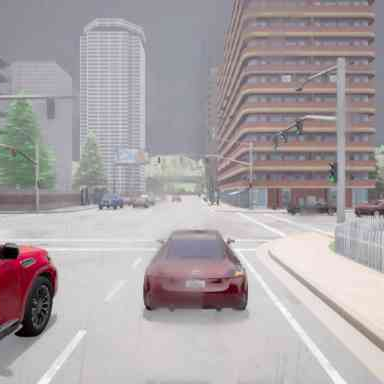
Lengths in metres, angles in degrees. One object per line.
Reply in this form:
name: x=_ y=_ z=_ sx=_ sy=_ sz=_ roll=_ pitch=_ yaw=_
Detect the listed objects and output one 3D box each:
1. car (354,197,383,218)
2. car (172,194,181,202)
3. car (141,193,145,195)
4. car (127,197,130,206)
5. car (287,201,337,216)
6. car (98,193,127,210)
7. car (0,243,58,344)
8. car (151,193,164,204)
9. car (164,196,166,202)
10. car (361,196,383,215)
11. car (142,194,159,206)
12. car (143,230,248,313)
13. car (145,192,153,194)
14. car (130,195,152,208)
car: x=16.552 y=1.422 z=29.075 sx=5.008 sy=1.535 sz=1.882 roll=0 pitch=0 yaw=-20
car: x=-3.570 y=1.355 z=77.687 sx=2.097 sy=1.767 sz=4.553 roll=0 pitch=0 yaw=0
car: x=-10.602 y=1.505 z=64.235 sx=1.837 sy=1.490 sz=4.892 roll=0 pitch=0 yaw=0
car: x=-10.638 y=1.526 z=53.803 sx=1.812 sy=1.442 sz=4.674 roll=0 pitch=0 yaw=0
car: x=11.395 y=1.545 z=31.343 sx=4.718 sy=1.301 sz=1.895 roll=0 pitch=0 yaw=-12
car: x=-10.615 y=1.221 z=44.048 sx=2.150 sy=2.045 sz=5.566 roll=0 pitch=0 yaw=2
car: x=-3.434 y=1.221 z=3.496 sx=2.150 sy=2.045 sz=5.566 roll=0 pitch=0 yaw=0
car: x=-7.093 y=1.526 z=66.025 sx=1.812 sy=1.442 sz=4.674 roll=0 pitch=0 yaw=0
car: x=-7.069 y=1.497 z=76.880 sx=1.837 sy=1.490 sz=4.892 roll=0 pitch=0 yaw=0
car: x=19.834 y=1.297 z=34.194 sx=4.553 sy=1.767 sz=2.097 roll=0 pitch=0 yaw=-27
car: x=-7.138 y=1.526 z=55.762 sx=1.812 sy=1.442 sz=4.674 roll=0 pitch=0 yaw=0
car: x=0.086 y=1.564 z=7.775 sx=1.994 sy=1.385 sz=4.181 roll=0 pitch=0 yaw=1
car: x=-10.567 y=1.225 z=74.763 sx=2.150 sy=2.045 sz=5.566 roll=0 pitch=0 yaw=0
car: x=-7.124 y=1.526 z=46.905 sx=1.812 sy=1.442 sz=4.674 roll=0 pitch=0 yaw=-2
